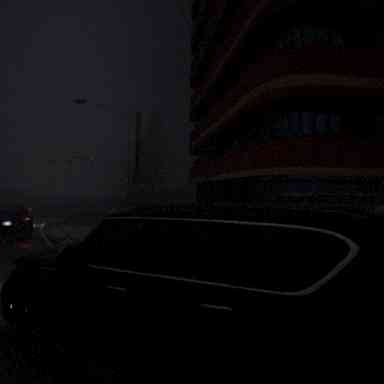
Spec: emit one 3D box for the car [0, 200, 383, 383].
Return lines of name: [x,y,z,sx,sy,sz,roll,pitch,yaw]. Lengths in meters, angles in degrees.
car: [-0.054,1.129,4.049,5.566,2.045,2.150,0,1,35]
